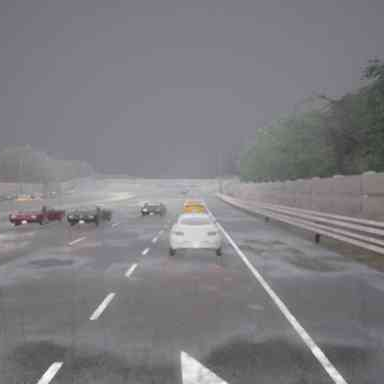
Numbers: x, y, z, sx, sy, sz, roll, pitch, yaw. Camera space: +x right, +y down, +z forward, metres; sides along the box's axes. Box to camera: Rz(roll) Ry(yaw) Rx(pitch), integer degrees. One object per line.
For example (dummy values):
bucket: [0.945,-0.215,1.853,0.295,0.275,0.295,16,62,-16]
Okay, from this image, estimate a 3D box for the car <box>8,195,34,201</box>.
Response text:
car: [-24.320,1.274,48.858,1.882,1.535,5.008,0,1,1]

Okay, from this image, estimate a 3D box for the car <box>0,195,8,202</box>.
car: [-31.249,1.231,53.193,1.837,1.490,4.892,0,1,1]

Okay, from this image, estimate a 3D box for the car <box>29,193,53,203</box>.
car: [-27.632,1.047,61.047,1.882,1.535,5.008,0,1,1]

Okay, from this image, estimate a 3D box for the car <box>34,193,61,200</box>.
car: [-20.820,1.282,49.262,2.128,1.511,4.902,0,1,1]

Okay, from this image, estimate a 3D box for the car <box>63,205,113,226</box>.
car: [-6.847,1.567,22.874,1.895,1.301,4.718,0,0,0]

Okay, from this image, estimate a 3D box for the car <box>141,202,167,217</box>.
car: [-3.406,1.556,30.599,1.895,1.301,4.718,0,0,0]

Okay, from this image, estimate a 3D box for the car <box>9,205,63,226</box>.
car: [-10.347,1.566,22.755,1.895,1.301,4.718,0,0,0]

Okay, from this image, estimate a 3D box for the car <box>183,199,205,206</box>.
car: [0.200,1.431,31.207,1.882,1.535,5.008,0,0,0]

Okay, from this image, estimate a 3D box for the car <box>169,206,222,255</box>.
car: [0.133,1.507,13.095,1.812,1.442,4.674,0,0,0]
